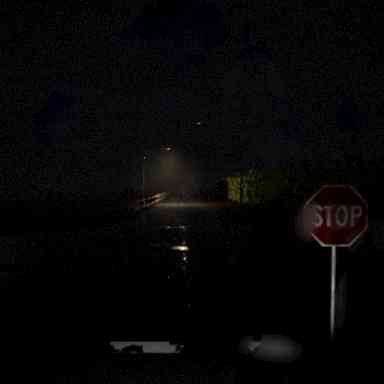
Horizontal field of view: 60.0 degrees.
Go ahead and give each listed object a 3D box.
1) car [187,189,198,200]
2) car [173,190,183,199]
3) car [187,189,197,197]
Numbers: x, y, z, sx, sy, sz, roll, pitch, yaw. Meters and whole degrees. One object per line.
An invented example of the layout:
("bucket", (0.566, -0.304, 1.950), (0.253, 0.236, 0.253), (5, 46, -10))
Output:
("car", (0.067, 0.629, 60.859), (1.837, 1.490, 4.892), (0, 2, 0))
("car", (-2.678, 0.483, 65.449), (1.837, 1.490, 4.892), (0, 2, 0))
("car", (0.079, 0.138, 71.264), (2.033, 1.411, 5.357), (0, 2, 0))
